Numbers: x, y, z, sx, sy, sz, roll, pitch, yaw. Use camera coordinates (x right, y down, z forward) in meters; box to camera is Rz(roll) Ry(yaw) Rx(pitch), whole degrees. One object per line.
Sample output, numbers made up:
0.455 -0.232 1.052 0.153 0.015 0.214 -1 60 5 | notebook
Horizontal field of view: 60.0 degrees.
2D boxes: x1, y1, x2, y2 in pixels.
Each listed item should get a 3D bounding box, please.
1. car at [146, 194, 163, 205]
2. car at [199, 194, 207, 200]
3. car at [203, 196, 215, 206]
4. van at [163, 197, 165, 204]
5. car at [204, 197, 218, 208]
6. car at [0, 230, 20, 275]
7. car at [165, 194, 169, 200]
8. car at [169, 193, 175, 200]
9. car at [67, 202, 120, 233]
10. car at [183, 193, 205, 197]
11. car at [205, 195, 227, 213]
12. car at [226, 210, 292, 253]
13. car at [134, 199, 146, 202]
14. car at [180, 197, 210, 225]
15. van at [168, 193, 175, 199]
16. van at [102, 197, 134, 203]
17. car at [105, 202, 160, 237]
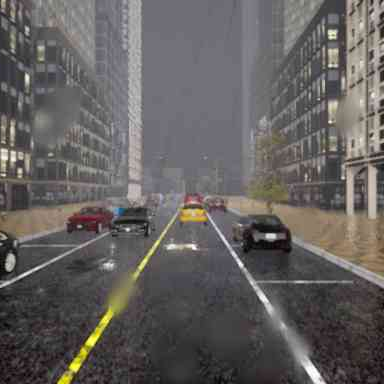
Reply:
-5.705 1.311 47.549 1.967 1.590 4.097 0 0 0 | car
2.662 1.207 81.690 1.967 1.590 4.097 0 0 0 | car
2.673 1.379 53.401 1.752 1.417 4.829 0 0 0 | car
-5.707 1.195 53.242 1.690 1.788 3.998 0 0 0 | van
2.675 1.454 47.539 1.802 1.307 4.206 0 0 0 | car
-5.690 1.531 7.705 2.008 1.369 4.403 0 0 0 | car
-5.710 1.403 58.935 1.947 1.339 4.313 0 0 0 | car
-5.719 1.292 81.532 1.752 1.417 4.829 0 0 0 | car
-5.695 1.496 19.089 1.887 1.381 4.507 0 0 0 | car
0.086 1.111 41.134 2.150 2.045 5.566 0 0 -1 | car
2.680 1.345 36.154 1.967 1.590 4.097 0 0 0 | car
2.688 1.532 13.388 1.947 1.339 4.313 0 0 0 | car
-5.699 1.503 30.474 1.802 1.307 4.206 0 0 0 | car
0.091 1.396 23.621 1.801 1.575 5.366 0 0 0 | car
-5.723 1.070 93.087 1.690 1.788 3.998 0 0 0 | van
-5.696 1.277 24.781 1.690 1.788 3.998 0 0 0 | van
-3.007 1.519 17.951 1.837 1.490 4.892 0 0 0 | car
